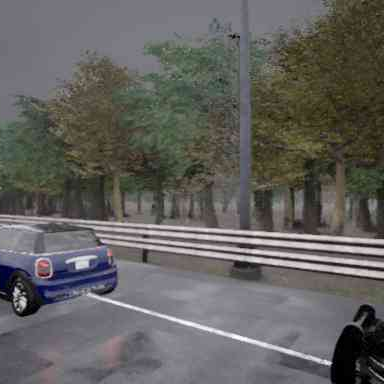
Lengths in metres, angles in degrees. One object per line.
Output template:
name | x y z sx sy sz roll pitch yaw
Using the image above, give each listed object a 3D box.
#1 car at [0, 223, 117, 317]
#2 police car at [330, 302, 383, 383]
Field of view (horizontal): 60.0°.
car | -3.944 1.539 8.140 4.553 1.767 2.097 -1 -2 37
police car | 3.815 1.494 2.306 5.238 1.638 1.930 -1 -2 36
